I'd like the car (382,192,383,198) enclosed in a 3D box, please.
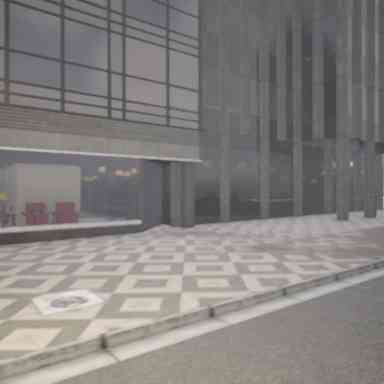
[{"bbox_3d":[38.608,0.609,66.362,1.887,1.381,4.507,1,0,-36],"label":"car"}]

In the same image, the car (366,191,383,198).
[{"bbox_3d":[42.305,0.540,75.829,1.947,1.339,4.313,1,0,-36],"label":"car"}]
